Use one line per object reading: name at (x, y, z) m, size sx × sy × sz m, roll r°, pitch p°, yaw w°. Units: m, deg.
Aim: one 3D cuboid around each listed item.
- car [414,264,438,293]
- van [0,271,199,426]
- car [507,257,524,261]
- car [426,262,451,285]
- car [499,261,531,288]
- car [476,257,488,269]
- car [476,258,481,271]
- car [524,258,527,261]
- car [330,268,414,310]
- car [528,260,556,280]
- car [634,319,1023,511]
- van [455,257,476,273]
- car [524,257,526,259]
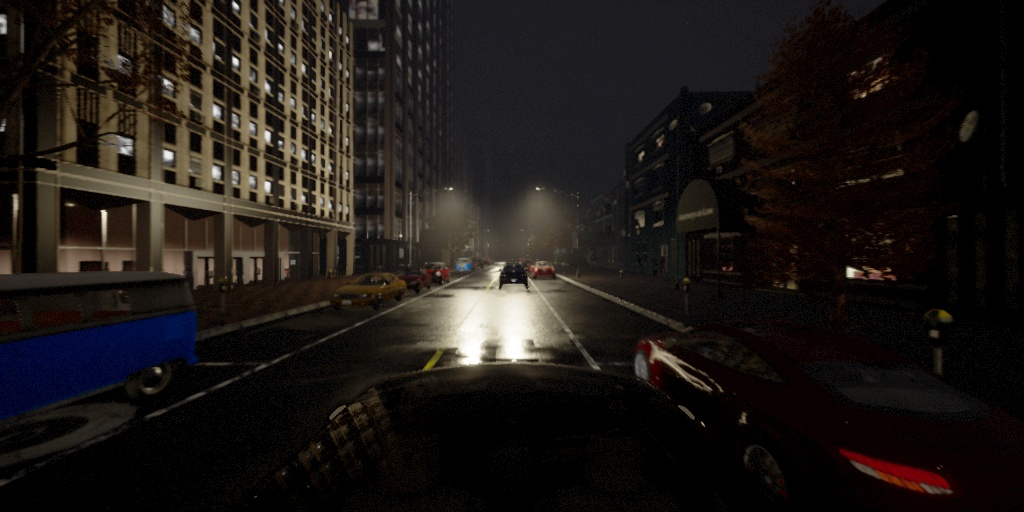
car at (-5.692, 1.339, 20.455) m, size 1.802 × 1.307 × 4.207 m, roll 0°, pitch 0°, yaw 0°
van at (-5.691, 1.092, 3.844) m, size 1.690 × 1.789 × 3.998 m, roll 0°, pitch 0°, yaw 0°
car at (0.097, 1.124, 45.085) m, size 2.097 × 1.767 × 4.553 m, roll 0°, pitch 0°, yaw 0°
car at (-5.692, 1.200, 25.992) m, size 1.967 × 1.591 × 4.097 m, roll 0°, pitch 0°, yaw 0°
car at (0.099, 1.284, 23.854) m, size 1.812 × 1.442 × 4.674 m, roll 0°, pitch 0°, yaw 0°
car at (-5.694, 1.101, 59.214) m, size 2.192 × 1.841 × 5.009 m, roll 0°, pitch 0°, yaw 0°
car at (-5.694, 1.320, 48.140) m, size 1.888 × 1.381 × 4.507 m, roll 0°, pitch 0°, yaw 0°
car at (2.688, 1.315, 42.602) m, size 1.888 × 1.381 × 4.507 m, roll 0°, pitch 0°, yaw 0°
car at (-5.691, 1.280, 14.749) m, size 1.751 × 1.417 × 4.829 m, roll 0°, pitch 0°, yaw 0°
car at (2.689, 1.202, 31.527) m, size 1.967 × 1.591 × 4.097 m, roll 0°, pitch 0°, yaw 0°
car at (2.690, 1.332, 3.843) m, size 1.802 × 1.307 × 4.207 m, roll 0°, pitch 0°, yaw 0°
van at (-5.694, 1.112, 42.602) m, size 1.690 × 1.789 × 3.998 m, roll 0°, pitch 0°, yaw 0°
car at (2.686, 1.351, 59.213) m, size 1.948 × 1.339 × 4.313 m, roll 0°, pitch 0°, yaw 0°
